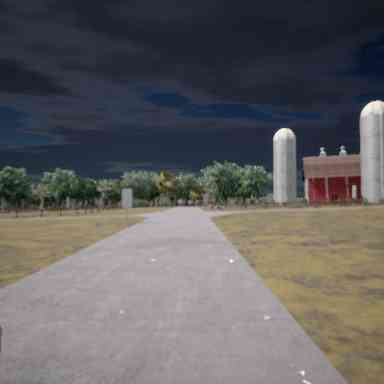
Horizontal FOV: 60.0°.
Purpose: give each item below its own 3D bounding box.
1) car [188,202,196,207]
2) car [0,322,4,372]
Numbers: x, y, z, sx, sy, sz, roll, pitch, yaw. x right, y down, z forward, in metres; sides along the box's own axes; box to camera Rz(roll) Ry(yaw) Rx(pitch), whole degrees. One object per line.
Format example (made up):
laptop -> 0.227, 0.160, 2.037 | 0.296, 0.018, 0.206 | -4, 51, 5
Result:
car -> -0.012, 3.370, 88.891 | 1.837, 1.490, 4.892 | 0, -2, 0
car -> -2.850, 1.525, 1.474 | 1.837, 1.490, 4.892 | 0, -1, 0
